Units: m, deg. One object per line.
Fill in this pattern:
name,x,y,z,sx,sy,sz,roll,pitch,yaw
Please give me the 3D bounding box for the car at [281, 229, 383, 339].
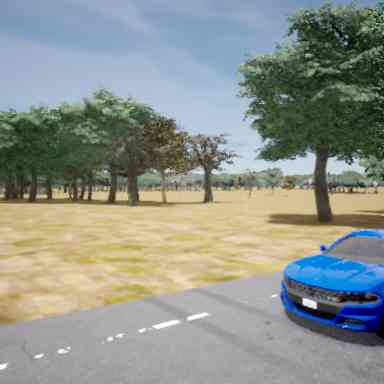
car,3.920,1.534,6.787,5.008,1.535,1.882,1,0,-35
